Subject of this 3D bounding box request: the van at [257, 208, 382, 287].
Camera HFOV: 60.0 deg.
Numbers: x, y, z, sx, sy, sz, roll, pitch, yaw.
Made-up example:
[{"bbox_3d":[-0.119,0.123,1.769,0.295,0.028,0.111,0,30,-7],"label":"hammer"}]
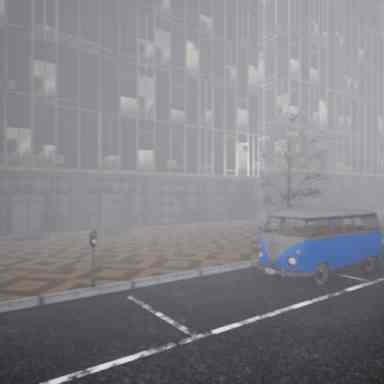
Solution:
[{"bbox_3d":[3.558,1.359,9.108,3.998,1.788,1.690,0,0,-36],"label":"van"}]
